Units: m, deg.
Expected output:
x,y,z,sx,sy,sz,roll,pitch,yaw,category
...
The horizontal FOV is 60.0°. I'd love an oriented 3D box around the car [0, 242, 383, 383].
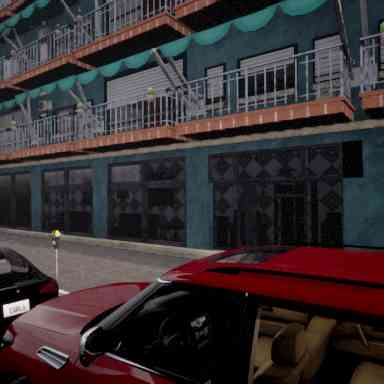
x,y,z,sx,sy,sz,roll,pitch,yaw,category
0.608,1.315,2.303,5.009,1.841,2.192,0,-1,36,car
